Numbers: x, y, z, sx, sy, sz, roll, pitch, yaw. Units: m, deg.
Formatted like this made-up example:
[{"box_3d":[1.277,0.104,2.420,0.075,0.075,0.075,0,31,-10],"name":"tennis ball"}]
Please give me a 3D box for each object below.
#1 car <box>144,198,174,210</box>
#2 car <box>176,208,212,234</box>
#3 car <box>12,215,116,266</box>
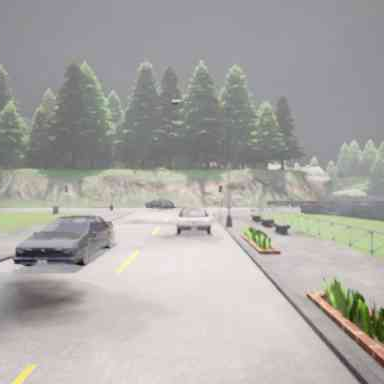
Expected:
[{"box_3d":[-4.317,1.530,43.408,4.181,1.385,1.994,0,0,42],"name":"car"},{"box_3d":[0.100,1.586,19.161,1.895,1.301,4.718,0,0,0],"name":"car"},{"box_3d":[-4.093,1.538,11.742,2.033,1.411,5.357,0,0,0],"name":"car"}]
